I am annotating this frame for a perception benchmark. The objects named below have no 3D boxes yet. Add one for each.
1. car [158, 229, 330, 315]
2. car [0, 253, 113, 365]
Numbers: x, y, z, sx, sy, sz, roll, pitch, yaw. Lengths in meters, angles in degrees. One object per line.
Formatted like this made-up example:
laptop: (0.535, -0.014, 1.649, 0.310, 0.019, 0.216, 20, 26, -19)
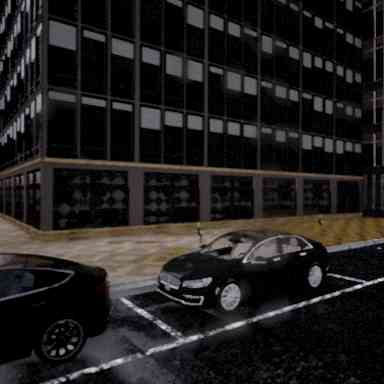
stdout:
car: (1.328, 1.557, 7.500, 4.403, 1.369, 2.008, 0, 0, -35)
car: (-3.183, 1.566, 4.285, 4.313, 1.339, 1.947, 0, 0, -35)
